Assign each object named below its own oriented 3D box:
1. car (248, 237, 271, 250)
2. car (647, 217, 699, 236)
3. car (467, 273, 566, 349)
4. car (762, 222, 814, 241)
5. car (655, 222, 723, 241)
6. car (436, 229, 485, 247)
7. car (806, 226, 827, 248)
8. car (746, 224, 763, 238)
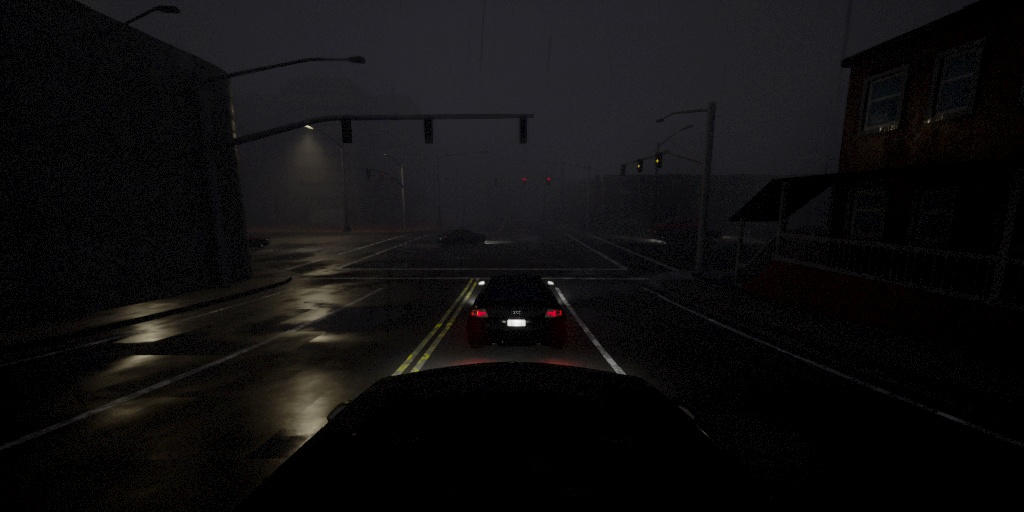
[{"bbox_3d":[-21.030,-1.086,26.985,4.718,1.301,1.895,0,8,0],"label":"car"},{"bbox_3d":[17.008,-3.001,37.243,5.566,2.045,2.150,0,8,0],"label":"car"},{"bbox_3d":[0.100,1.093,8.658,1.994,1.385,4.181,0,3,0],"label":"car"},{"bbox_3d":[26.969,-2.234,33.740,5.008,1.535,1.882,0,8,0],"label":"car"},{"bbox_3d":[16.872,-2.170,33.829,5.357,1.411,2.033,0,8,0],"label":"car"},{"bbox_3d":[-4.312,-1.634,30.385,4.181,1.385,1.994,-8,11,-42],"label":"car"},{"bbox_3d":[25.371,-1.175,26.634,4.902,1.511,2.128,0,8,0],"label":"car"},{"bbox_3d":[27.037,-2.732,37.206,4.902,1.511,2.128,0,8,0],"label":"car"}]
